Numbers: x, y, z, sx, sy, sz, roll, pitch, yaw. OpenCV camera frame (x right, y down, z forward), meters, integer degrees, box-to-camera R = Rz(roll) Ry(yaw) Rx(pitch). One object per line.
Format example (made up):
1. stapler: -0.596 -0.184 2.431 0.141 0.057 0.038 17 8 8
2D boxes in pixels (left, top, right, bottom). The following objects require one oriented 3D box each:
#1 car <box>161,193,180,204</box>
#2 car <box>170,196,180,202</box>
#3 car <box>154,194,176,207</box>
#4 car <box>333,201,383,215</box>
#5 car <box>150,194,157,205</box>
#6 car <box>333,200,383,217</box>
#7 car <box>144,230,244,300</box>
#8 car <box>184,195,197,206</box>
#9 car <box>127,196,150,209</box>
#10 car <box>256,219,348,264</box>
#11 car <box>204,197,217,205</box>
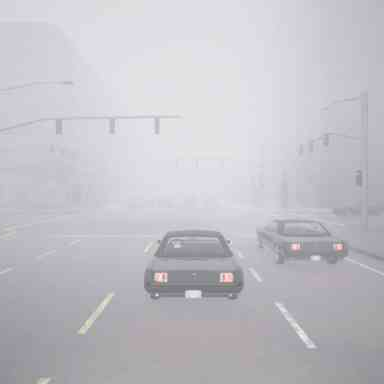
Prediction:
1. car: -3.902 1.223 62.351 2.150 2.045 5.566 0 0 1
2. car: -3.727 1.548 74.230 1.994 1.385 4.181 0 0 1
3. car: -4.006 1.491 50.457 2.128 1.511 4.902 0 0 0
4. car: 17.375 1.656 34.367 4.718 1.301 1.895 0 0 0
5. car: -7.470 1.525 57.681 1.812 1.442 4.674 0 0 1
6. car: 15.692 1.533 30.867 5.008 1.535 1.882 0 0 0
7. car: 0.044 1.601 8.369 1.895 1.301 4.718 0 0 0
8. car: -0.290 1.352 56.642 2.097 1.767 4.553 0 0 0
9. car: -7.550 1.352 45.769 2.097 1.767 4.553 0 0 1
10. car: 3.551 1.601 11.754 1.895 1.301 4.718 0 0 0
11. car: 3.216 1.564 57.557 1.994 1.385 4.181 0 0 0
